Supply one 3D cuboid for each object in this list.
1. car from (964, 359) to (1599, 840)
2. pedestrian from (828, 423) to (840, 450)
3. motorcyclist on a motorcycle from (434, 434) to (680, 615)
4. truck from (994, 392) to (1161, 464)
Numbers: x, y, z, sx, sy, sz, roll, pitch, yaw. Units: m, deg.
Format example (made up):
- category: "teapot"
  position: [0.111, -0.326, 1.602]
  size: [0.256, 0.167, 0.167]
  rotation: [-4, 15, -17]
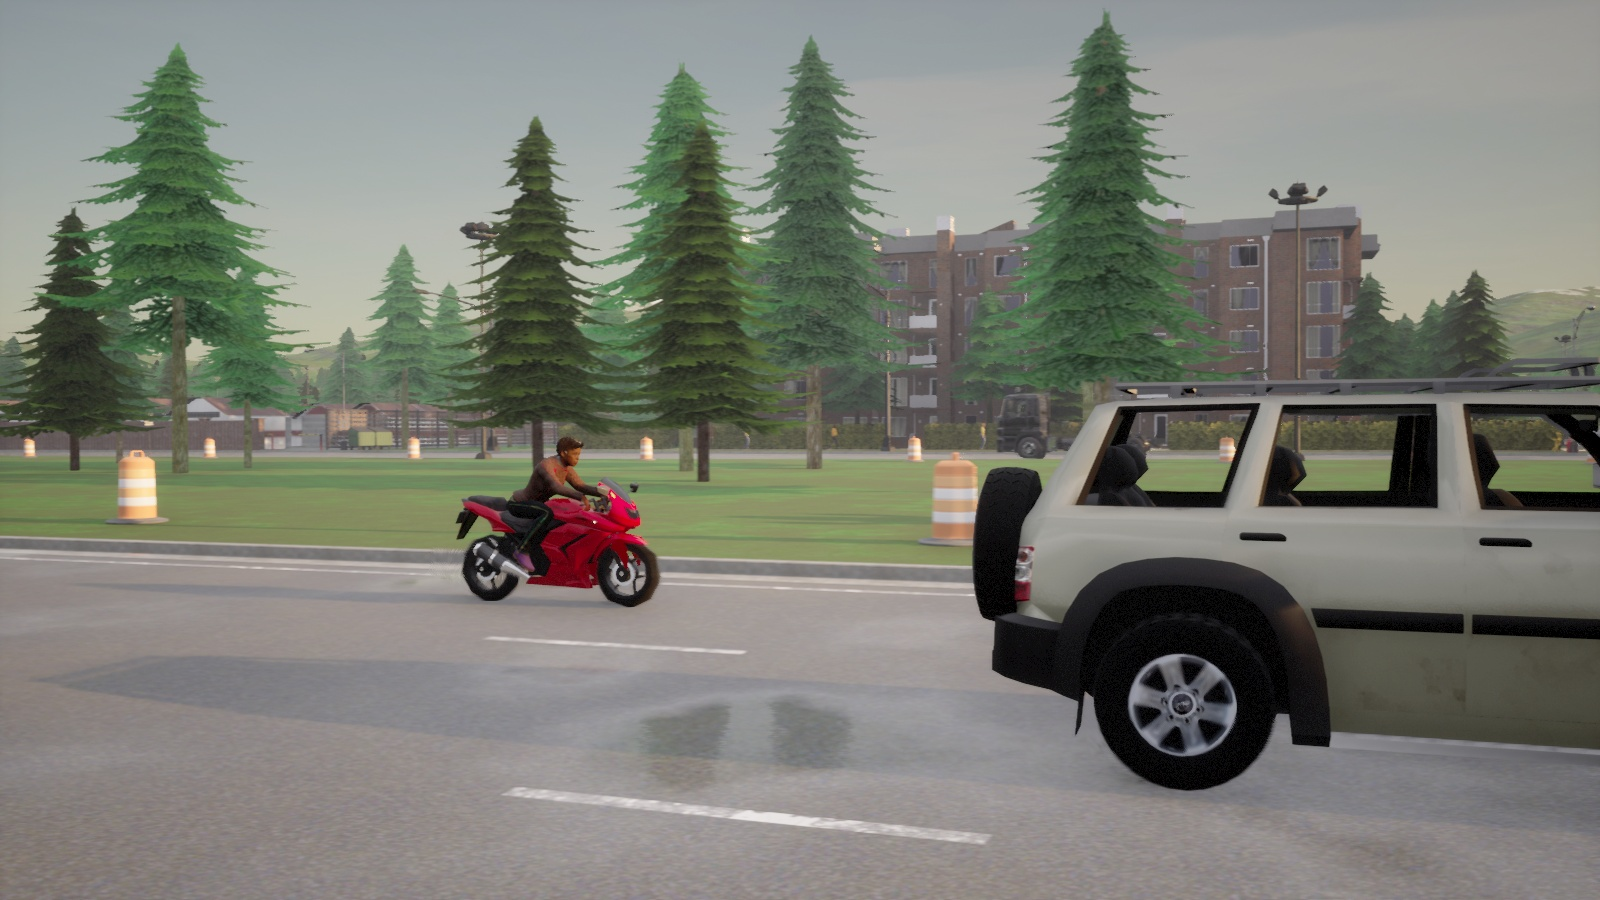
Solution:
- category: "car"
  position: [3.230, 0.563, 5.796]
  size: [4.605, 1.855, 1.932]
  rotation: [1, 1, 19]
- category: "pedestrian"
  position: [2.325, -0.920, 86.400]
  size: [0.726, 1.835, 0.370]
  rotation: [1, 1, 20]
- category: "motorcyclist on a motorcycle"
  position: [-2.181, 0.619, 11.312]
  size: [2.044, 1.523, 0.797]
  rotation: [1, 1, 19]
- category: "truck"
  position: [14.006, -1.116, 63.296]
  size: [7.936, 3.462, 2.891]
  rotation: [1, 1, 19]
